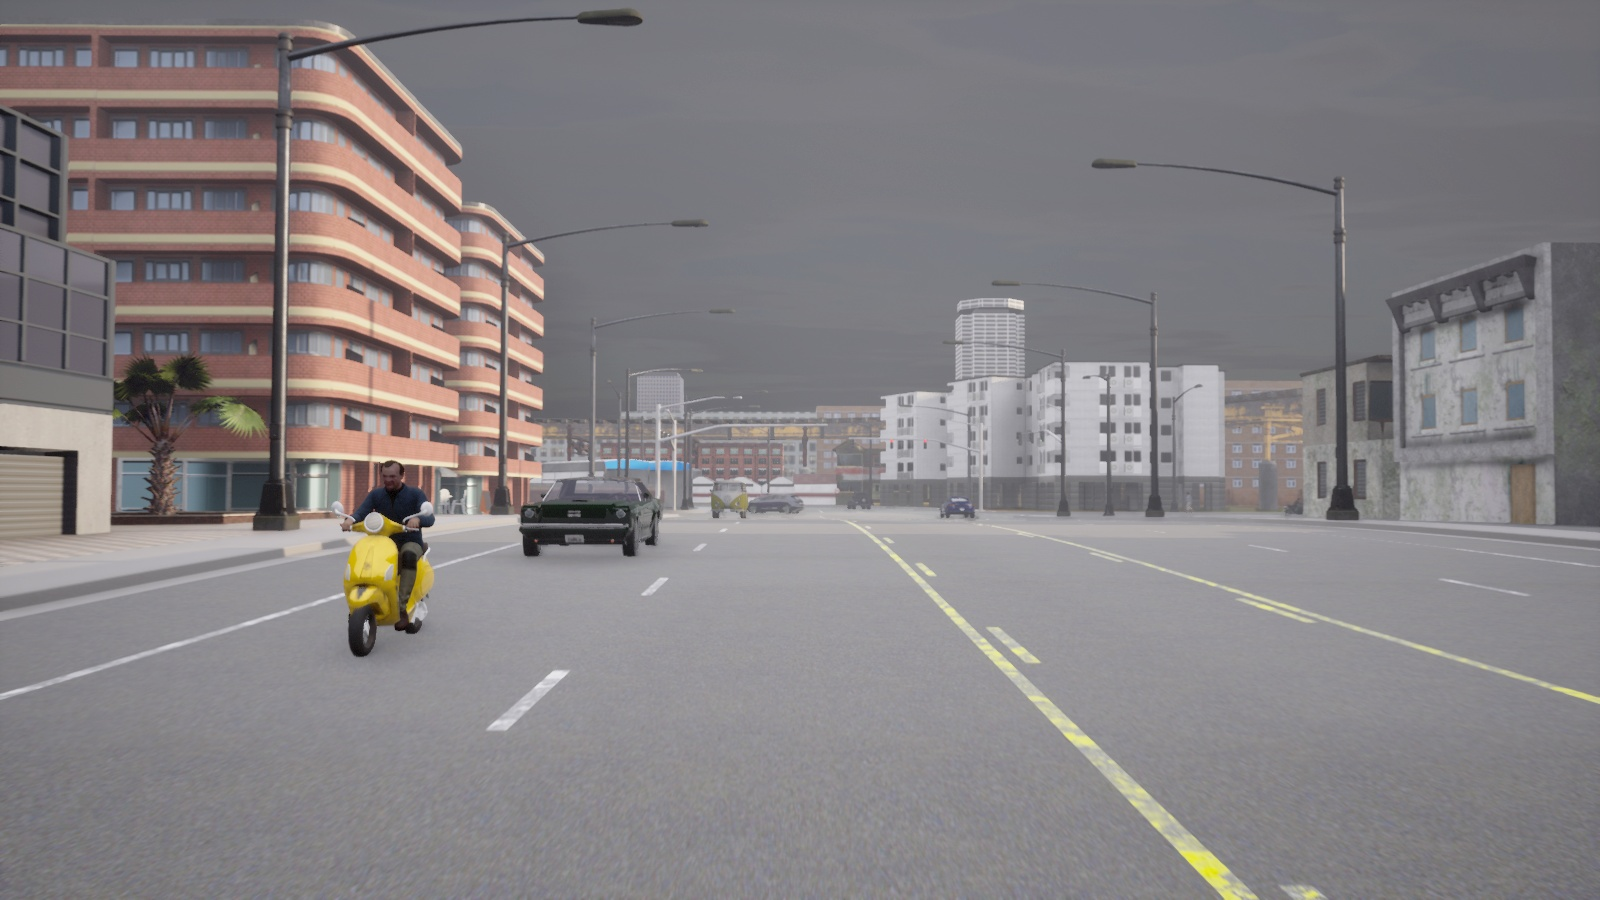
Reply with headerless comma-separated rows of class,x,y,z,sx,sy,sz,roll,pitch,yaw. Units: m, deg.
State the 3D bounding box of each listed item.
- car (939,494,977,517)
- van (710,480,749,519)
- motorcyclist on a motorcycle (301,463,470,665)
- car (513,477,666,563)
car,10.308,3.655,82.152,1.812,1.442,4.674,0,-3,0
van,-3.660,2.617,65.724,1.775,1.987,4.442,0,-3,0
motorcyclist on a motorcycle,-3.527,0.912,10.870,0.866,1.590,1.817,0,0,0
car,-3.555,1.146,22.030,1.895,1.301,4.718,0,-1,0
